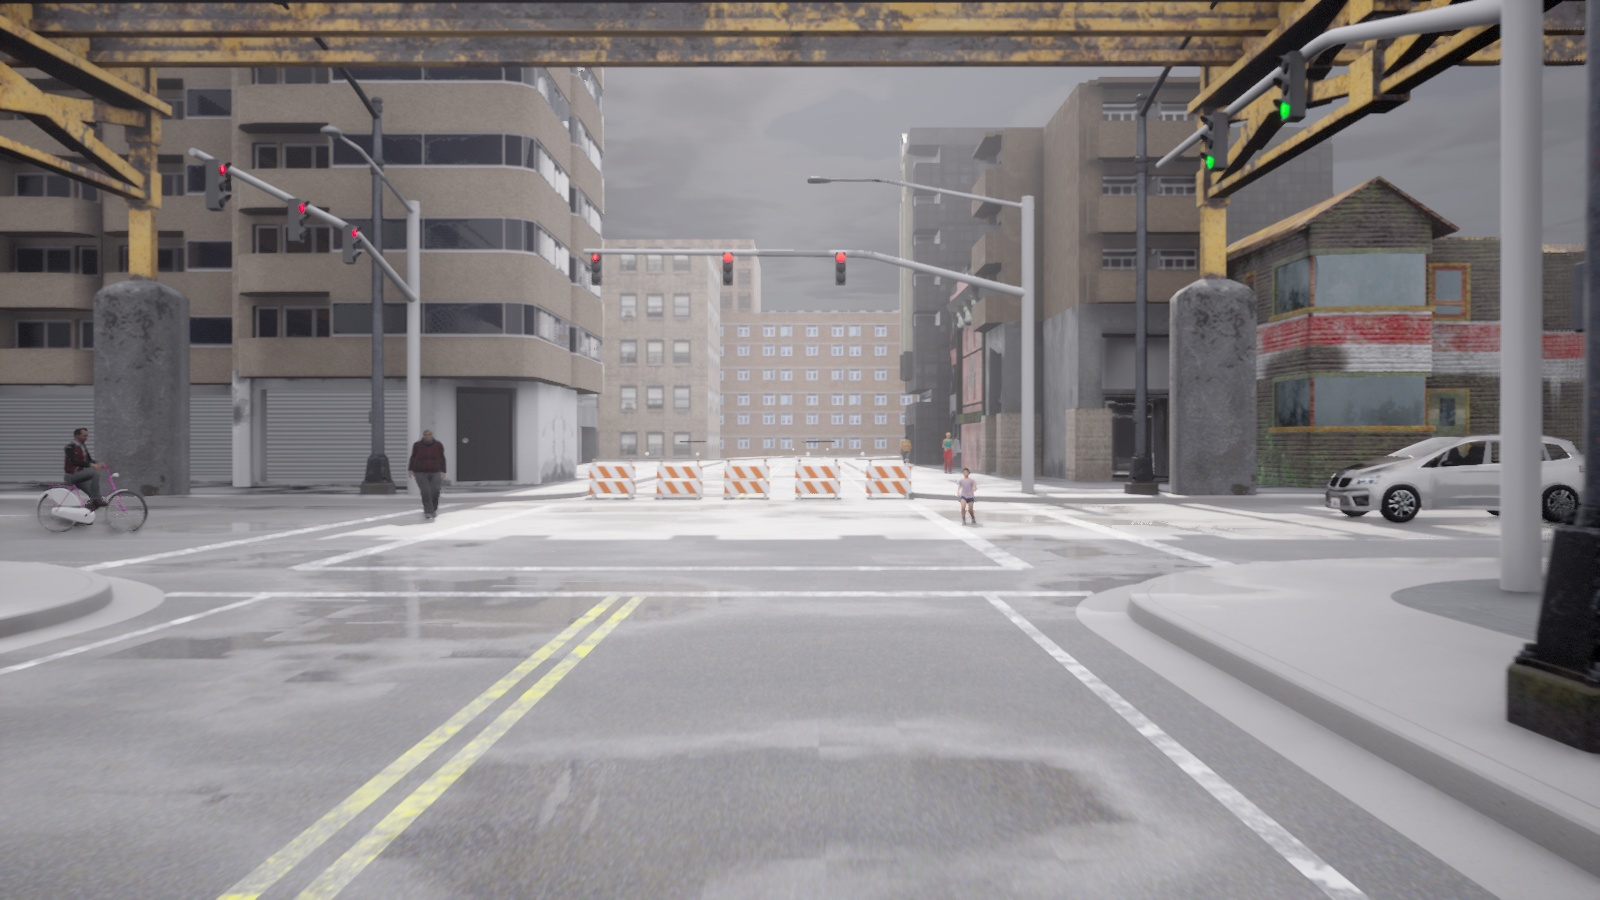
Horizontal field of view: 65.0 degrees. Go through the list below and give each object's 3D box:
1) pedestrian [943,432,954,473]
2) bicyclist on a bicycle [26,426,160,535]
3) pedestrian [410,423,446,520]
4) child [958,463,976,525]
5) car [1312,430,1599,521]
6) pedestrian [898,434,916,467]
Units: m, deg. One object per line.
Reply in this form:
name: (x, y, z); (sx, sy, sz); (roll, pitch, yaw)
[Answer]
pedestrian: (6.586, 0.104, 55.542); (0.345, 1.836, 0.594); (0, 0, -7)
bicyclist on a bicycle: (-11.676, 0.491, 20.759); (1.843, 1.776, 0.659); (0, 0, 0)
pedestrian: (-7.194, 0.402, 24.295); (0.634, 1.844, 0.899); (0, 0, -19)
child: (3.050, 0.797, 22.863); (0.255, 1.110, 0.394); (0, 0, 18)
car: (12.650, 0.464, 24.240); (4.611, 1.667, 2.242); (0, 0, 0)
pedestrian: (5.935, 0.024, 69.647); (0.874, 1.855, 0.900); (0, 0, -4)
